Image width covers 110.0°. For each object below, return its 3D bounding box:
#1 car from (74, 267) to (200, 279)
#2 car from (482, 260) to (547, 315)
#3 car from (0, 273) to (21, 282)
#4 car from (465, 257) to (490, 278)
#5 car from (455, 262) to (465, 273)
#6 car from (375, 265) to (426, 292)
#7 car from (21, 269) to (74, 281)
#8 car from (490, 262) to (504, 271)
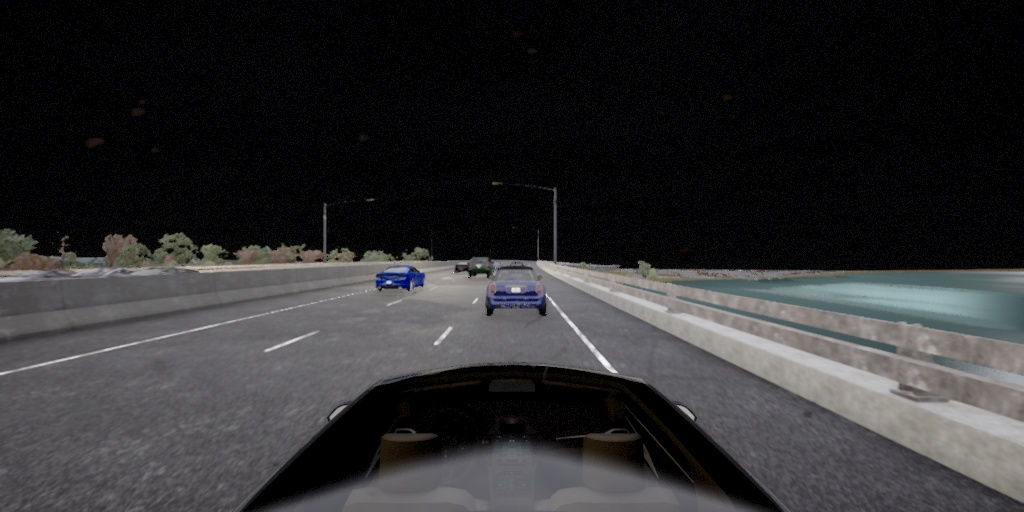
[{"bbox_3d":[-17.517,1.307,17.716,1.882,1.535,5.008,0,0,1],"label":"car"},{"bbox_3d":[0.149,1.156,14.043,2.097,1.767,4.553,0,0,0],"label":"car"},{"bbox_3d":[-24.505,1.401,18.727,1.994,1.385,4.181,0,0,1],"label":"car"},{"bbox_3d":[-3.055,1.144,36.322,2.150,2.045,5.566,0,-1,1],"label":"car"},{"bbox_3d":[-6.297,1.467,47.349,1.882,1.535,5.008,0,0,2],"label":"car"},{"bbox_3d":[-6.775,1.327,22.298,1.882,1.535,5.008,0,0,1],"label":"car"},{"bbox_3d":[-21.006,1.327,18.663,2.128,1.511,4.902,0,0,1],"label":"car"},{"bbox_3d":[-2.449,1.623,58.871,1.994,1.385,4.181,0,0,2],"label":"car"}]
